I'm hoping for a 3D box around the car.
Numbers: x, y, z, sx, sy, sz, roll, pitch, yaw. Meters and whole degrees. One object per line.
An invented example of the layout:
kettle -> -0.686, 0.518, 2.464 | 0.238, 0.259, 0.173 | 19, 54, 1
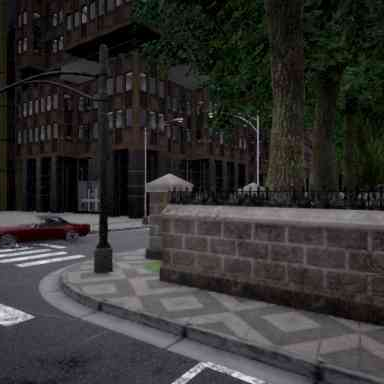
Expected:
car -> -7.347, 1.801, 15.630 | 1.895, 1.301, 4.718 | 0, -1, 41
